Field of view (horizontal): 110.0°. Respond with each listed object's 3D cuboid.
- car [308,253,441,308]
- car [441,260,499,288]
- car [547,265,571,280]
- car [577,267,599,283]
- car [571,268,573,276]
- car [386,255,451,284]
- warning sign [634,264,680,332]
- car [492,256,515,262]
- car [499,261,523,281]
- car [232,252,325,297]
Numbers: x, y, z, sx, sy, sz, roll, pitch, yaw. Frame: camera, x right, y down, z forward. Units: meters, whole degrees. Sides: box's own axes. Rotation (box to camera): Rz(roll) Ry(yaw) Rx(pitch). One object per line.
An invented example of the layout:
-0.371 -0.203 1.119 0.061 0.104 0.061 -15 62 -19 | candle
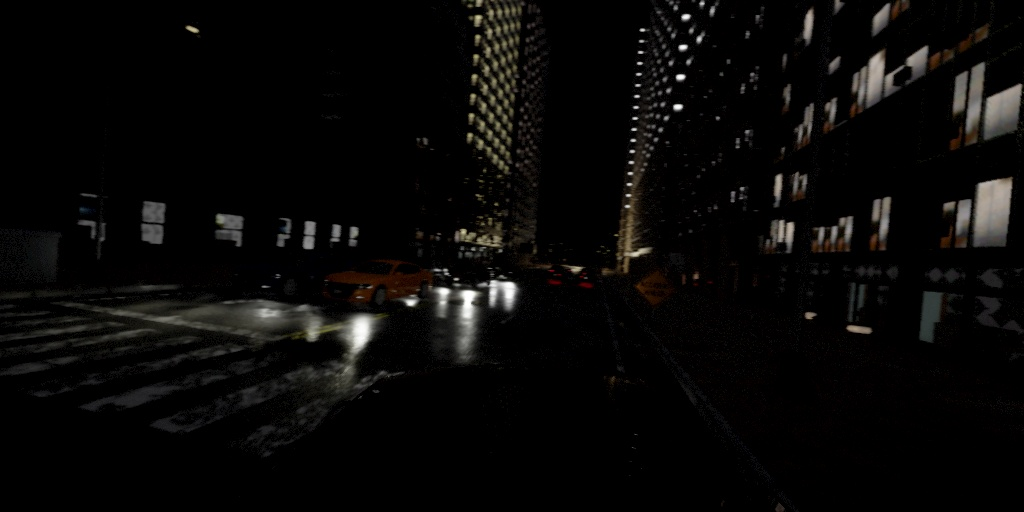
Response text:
-4.735 0.868 13.378 1.882 1.535 5.008 5 0 13 | car
-2.576 1.112 22.536 1.837 1.490 4.892 5 0 13 | car
5.194 1.841 40.717 1.837 1.490 4.892 5 0 14 | car
8.347 2.109 39.997 1.837 1.490 4.892 5 0 14 | car
7.657 2.146 51.362 1.994 1.385 4.181 5 0 14 | car
-5.808 0.837 22.938 1.837 1.490 4.892 5 0 13 | car
4.401 1.282 11.287 1.300 1.860 1.060 0 0 13 | warning sign
-1.003 1.034 42.954 2.150 2.045 5.566 5 0 14 | car
-0.327 1.435 32.070 1.895 1.301 4.718 5 0 13 | car
-7.944 0.595 13.880 1.882 1.535 5.008 5 0 13 | car
